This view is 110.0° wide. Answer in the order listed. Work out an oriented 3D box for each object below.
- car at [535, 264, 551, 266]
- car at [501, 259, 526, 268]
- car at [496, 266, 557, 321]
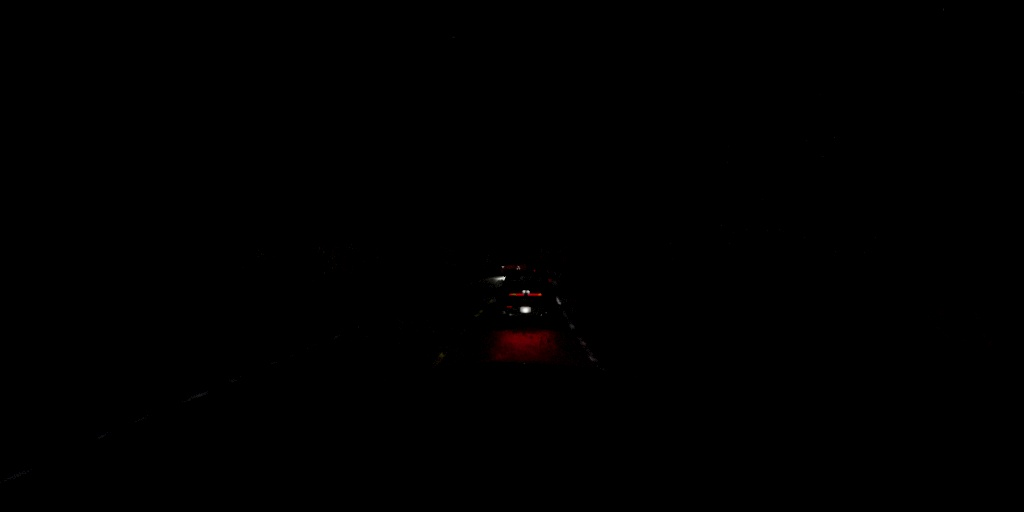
[{"bbox_3d":[3.063,1.413,34.719,1.895,1.301,4.718,0,0,10],"label":"car"},{"bbox_3d":[0.200,1.160,36.768,2.097,1.767,4.553,0,0,11],"label":"car"},{"bbox_3d":[0.522,1.276,12.570,1.837,1.490,4.892,0,0,3],"label":"car"}]
